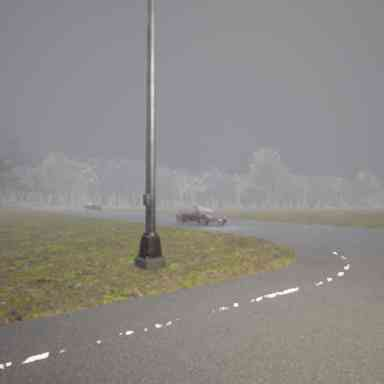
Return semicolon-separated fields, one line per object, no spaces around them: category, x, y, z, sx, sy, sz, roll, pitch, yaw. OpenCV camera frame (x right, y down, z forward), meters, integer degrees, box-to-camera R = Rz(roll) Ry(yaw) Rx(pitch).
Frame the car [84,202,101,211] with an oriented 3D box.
car;-19.335;2.717;64.685;2.097;1.767;4.553;3;-3;-36

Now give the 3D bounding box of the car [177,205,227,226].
car;0.616;1.745;25.069;1.812;1.442;4.674;3;-3;-36
